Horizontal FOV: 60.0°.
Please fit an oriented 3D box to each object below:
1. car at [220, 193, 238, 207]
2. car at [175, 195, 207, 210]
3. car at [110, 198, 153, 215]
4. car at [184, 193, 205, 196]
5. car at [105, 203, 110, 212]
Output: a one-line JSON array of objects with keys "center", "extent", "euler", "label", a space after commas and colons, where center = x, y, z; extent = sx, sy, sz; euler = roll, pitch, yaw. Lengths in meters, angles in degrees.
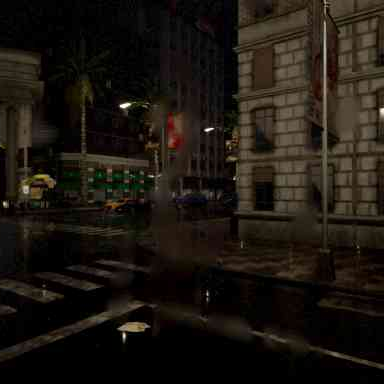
[{"center": [6.724, 1.222, 50.750], "extent": [5.566, 2.045, 2.150], "euler": [0, 0, -45], "label": "car"}, {"center": [-0.062, 1.526, 42.496], "extent": [1.812, 1.442, 4.674], "euler": [0, 0, 37], "label": "car"}, {"center": [-5.964, 1.564, 34.465], "extent": [1.994, 1.385, 4.181], "euler": [0, 0, 36], "label": "car"}, {"center": [-0.055, 1.224, 48.306], "extent": [2.150, 2.045, 5.566], "euler": [0, 0, 39], "label": "car"}, {"center": [-7.647, 1.478, 38.093], "extent": [1.882, 1.535, 5.008], "euler": [0, 0, 37], "label": "car"}]
